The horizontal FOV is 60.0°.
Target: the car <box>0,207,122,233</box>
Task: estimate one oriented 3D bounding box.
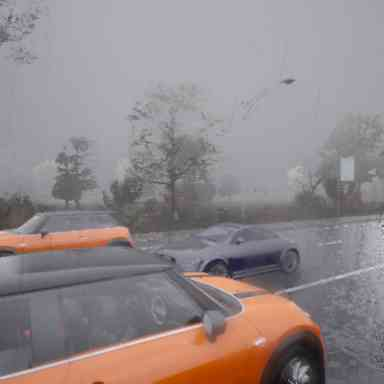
[{"bbox_3d":[-4.055,1.351,9.699,4.553,1.767,2.097,0,0,-35],"label":"car"}]

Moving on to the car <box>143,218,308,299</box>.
[{"bbox_3d":[1.009,1.562,9.009,4.181,1.385,1.994,0,0,-35],"label":"car"}]

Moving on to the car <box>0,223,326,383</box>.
[{"bbox_3d":[-0.740,1.352,3.215,4.553,1.767,2.097,0,0,-35],"label":"car"}]
